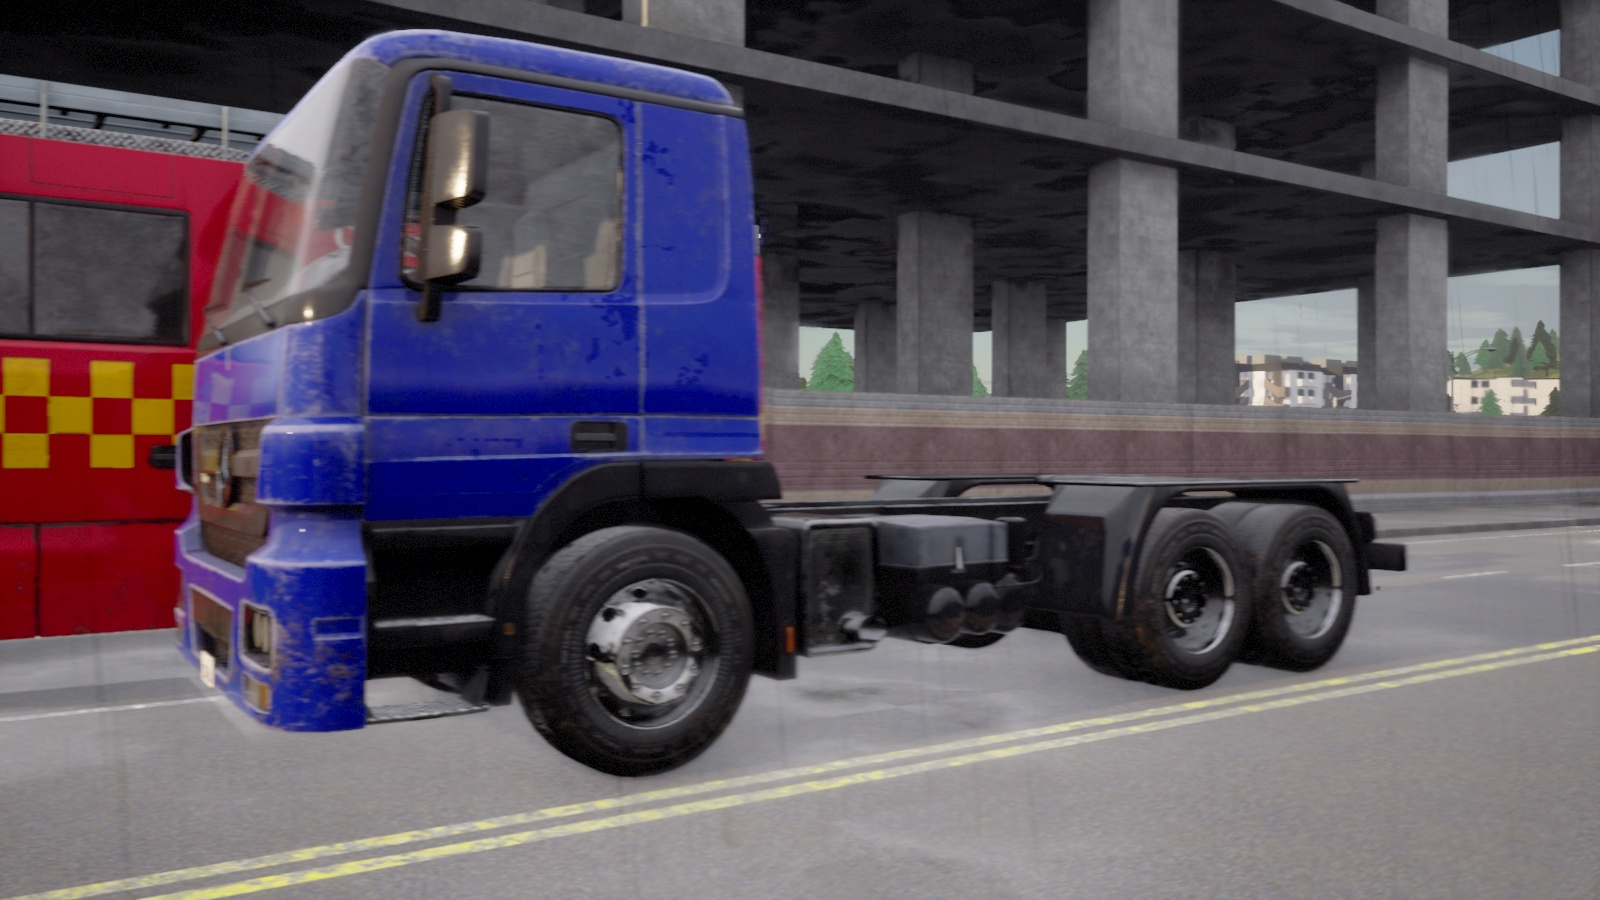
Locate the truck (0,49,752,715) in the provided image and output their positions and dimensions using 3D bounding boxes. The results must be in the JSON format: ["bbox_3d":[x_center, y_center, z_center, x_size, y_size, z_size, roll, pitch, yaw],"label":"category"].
[{"bbox_3d":[-4.705,-0.390,8.889,8.468,3.827,2.891,0,0,-34],"label":"truck"}]

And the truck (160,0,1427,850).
[{"bbox_3d":[0.466,-0.219,8.145,7.936,3.462,2.891,0,0,-34],"label":"truck"}]
